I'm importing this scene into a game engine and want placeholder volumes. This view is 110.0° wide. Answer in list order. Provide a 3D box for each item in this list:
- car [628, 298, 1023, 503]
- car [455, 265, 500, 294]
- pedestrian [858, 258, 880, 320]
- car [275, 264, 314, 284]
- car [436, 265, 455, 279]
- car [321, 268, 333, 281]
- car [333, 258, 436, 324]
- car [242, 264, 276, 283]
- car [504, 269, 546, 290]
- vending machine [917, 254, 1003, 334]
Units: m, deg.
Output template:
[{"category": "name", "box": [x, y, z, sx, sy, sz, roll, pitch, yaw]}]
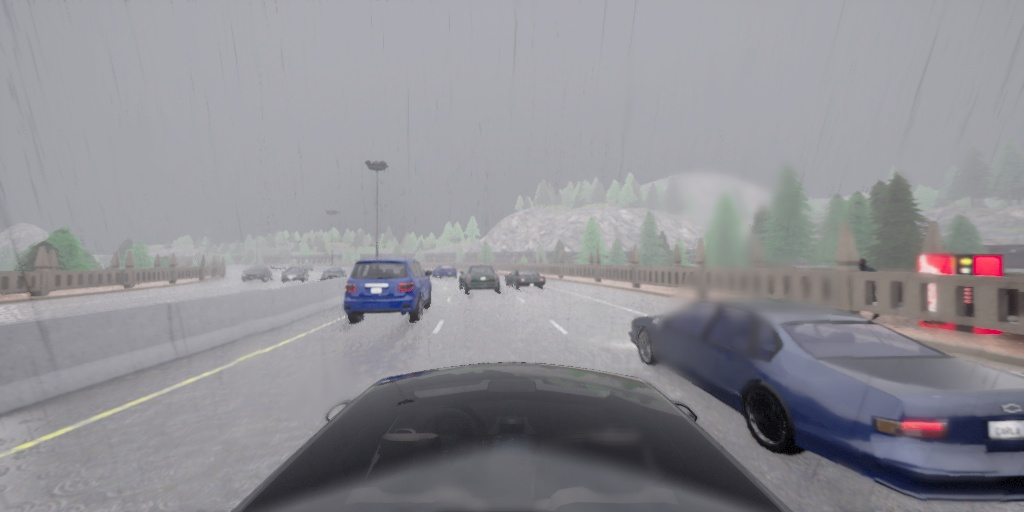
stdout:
[{"category": "car", "box": [3.428, 1.308, 5.068, 2.033, 1.411, 5.357, 0, -1, -2]}, {"category": "car", "box": [-2.129, 1.327, 22.403, 2.097, 1.767, 4.553, 0, -1, -13]}, {"category": "pedestrian", "box": [10.073, 0.907, 10.278, 0.375, 1.860, 0.375, -1, 0, -5]}, {"category": "car", "box": [-20.790, 1.780, 34.527, 2.128, 1.511, 4.902, 0, -1, -23]}, {"category": "car", "box": [-7.482, 1.692, 39.760, 1.882, 1.535, 5.008, 0, -1, -23]}, {"category": "car", "box": [-16.973, 1.811, 34.367, 1.994, 1.385, 4.181, 0, -1, -21]}, {"category": "car", "box": [-4.208, 1.112, 12.948, 2.150, 2.045, 5.566, 0, -1, -7]}, {"category": "car", "box": [-24.924, 1.849, 35.316, 1.837, 1.490, 4.892, 0, -1, -24]}, {"category": "car", "box": [0.767, 1.580, 24.936, 1.895, 1.301, 4.718, 0, -1, -13]}, {"category": "vending machine", "box": [11.153, 0.942, 8.968, 1.100, 2.100, 0.880, 0, 0, -4]}]
